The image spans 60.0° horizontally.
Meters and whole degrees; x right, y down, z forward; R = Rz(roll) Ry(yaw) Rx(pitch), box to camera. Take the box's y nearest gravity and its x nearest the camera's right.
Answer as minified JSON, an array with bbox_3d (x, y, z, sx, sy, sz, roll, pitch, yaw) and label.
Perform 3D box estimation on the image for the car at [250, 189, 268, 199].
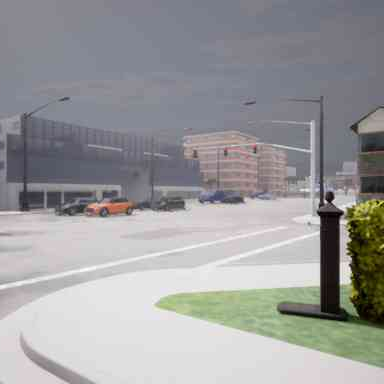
[{"bbox_3d":[13.694,0.401,66.954,2.150,2.045,5.566,0,0,35],"label":"car"}]

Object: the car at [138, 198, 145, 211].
[{"bbox_3d":[-5.451,1.425,39.782,2.033,1.411,5.357,0,1,35],"label":"car"}]

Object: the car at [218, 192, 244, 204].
[{"bbox_3d":[6.256,1.104,50.381,1.994,1.385,4.181,0,2,35],"label":"car"}]

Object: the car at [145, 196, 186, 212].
[{"bbox_3d":[-2.667,1.234,37.636,2.097,1.767,4.553,0,1,35],"label":"car"}]

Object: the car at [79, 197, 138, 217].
[{"bbox_3d":[-7.614,1.294,30.589,2.097,1.767,4.553,0,0,35],"label":"car"}]

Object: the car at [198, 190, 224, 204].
[{"bbox_3d":[3.202,0.769,52.121,2.150,2.045,5.566,0,2,35],"label":"car"}]

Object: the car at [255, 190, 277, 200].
[{"bbox_3d":[13.868,0.827,61.180,1.895,1.301,4.718,0,1,36],"label":"car"}]

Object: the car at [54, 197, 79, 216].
[{"bbox_3d":[-10.874,1.298,32.030,2.097,1.767,4.553,0,0,35],"label":"car"}]
